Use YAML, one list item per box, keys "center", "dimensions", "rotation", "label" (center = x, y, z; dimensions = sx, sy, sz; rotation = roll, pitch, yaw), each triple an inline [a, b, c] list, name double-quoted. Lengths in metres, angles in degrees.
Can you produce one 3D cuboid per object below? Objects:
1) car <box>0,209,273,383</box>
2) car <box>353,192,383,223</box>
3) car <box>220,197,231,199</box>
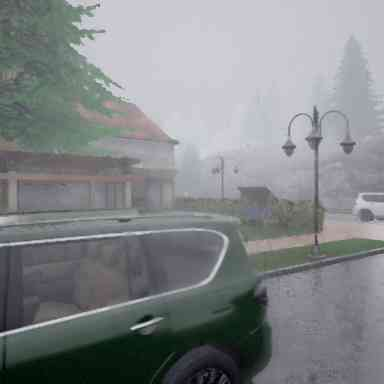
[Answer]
- center: [-1.760, 1.221, 2.734]
  dimensions: [5.566, 2.045, 2.150]
  rotation: [0, 0, -35]
  label: "car"
- center: [13.401, 1.054, 21.651]
  dimensions: [2.150, 2.045, 5.566]
  rotation: [0, 0, -31]
  label: "car"
- center: [3.787, 1.326, 35.592]
  dimensions: [2.128, 1.511, 4.902]
  rotation: [0, 0, -35]
  label: "car"
